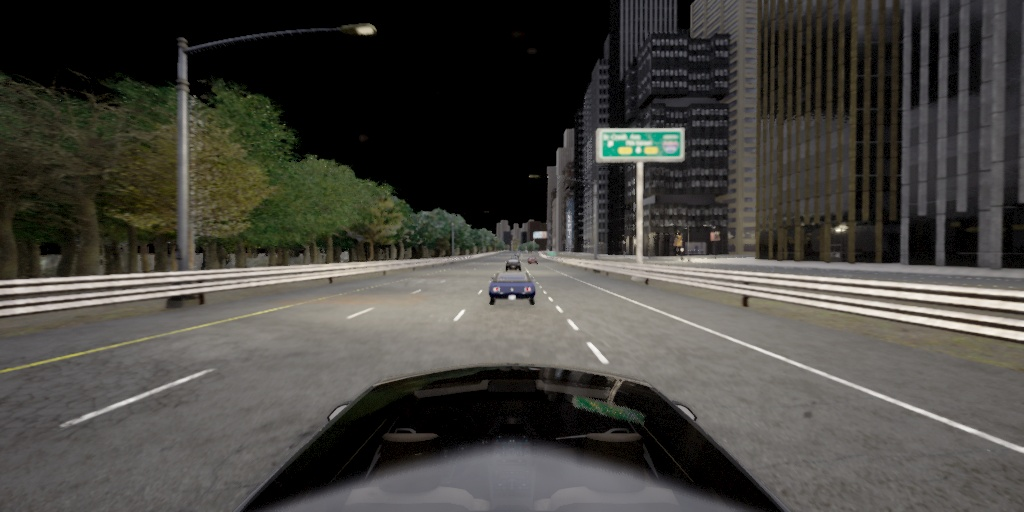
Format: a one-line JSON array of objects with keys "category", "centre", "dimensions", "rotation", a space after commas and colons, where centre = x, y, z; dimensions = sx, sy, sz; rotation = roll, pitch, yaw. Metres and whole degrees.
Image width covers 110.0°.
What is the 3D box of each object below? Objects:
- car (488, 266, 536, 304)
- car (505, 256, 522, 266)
[{"category": "car", "centre": [0.013, 1.320, 16.105], "dimensions": [1.895, 1.301, 4.718], "rotation": [0, 0, 0]}, {"category": "car", "centre": [0.172, 1.067, 44.593], "dimensions": [1.882, 1.535, 5.008], "rotation": [0, 0, 0]}]
